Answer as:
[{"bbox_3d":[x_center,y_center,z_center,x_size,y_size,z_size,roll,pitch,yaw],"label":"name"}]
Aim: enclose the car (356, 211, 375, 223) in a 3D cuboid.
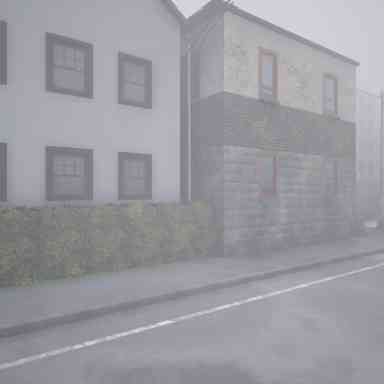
[{"bbox_3d":[11.458,1.724,26.512,2.033,1.411,5.357,0,0,-36],"label":"car"}]
